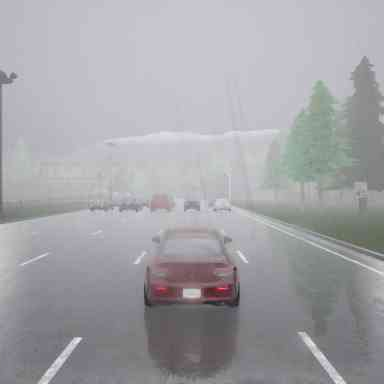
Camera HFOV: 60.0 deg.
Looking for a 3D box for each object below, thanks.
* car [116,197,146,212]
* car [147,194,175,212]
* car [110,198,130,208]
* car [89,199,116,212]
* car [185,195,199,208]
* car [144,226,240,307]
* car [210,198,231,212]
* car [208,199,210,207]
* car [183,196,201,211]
[{"bbox_3d":[-7.008,1.352,38.664,2.097,1.767,4.553,0,0,0],"label":"car"},{"bbox_3d":[-3.507,1.221,38.575,2.150,2.045,5.566,0,0,0],"label":"car"},{"bbox_3d":[-10.504,1.564,48.943,1.994,1.385,4.181,0,0,0],"label":"car"},{"bbox_3d":[-10.504,1.601,39.030,1.895,1.301,4.718,0,0,0],"label":"car"},{"bbox_3d":[-0.003,1.352,50.092,2.097,1.767,4.553,0,0,0],"label":"car"},{"bbox_3d":[-0.003,1.526,7.849,1.812,1.442,4.674,0,0,0],"label":"car"},{"bbox_3d":[3.497,1.526,39.050,1.812,1.442,4.674,0,0,0],"label":"car"},{"bbox_3d":[3.488,1.564,49.344,1.994,1.385,4.181,0,0,1],"label":"car"},{"bbox_3d":[0.005,1.505,39.991,1.837,1.490,4.892,0,0,0],"label":"car"}]
